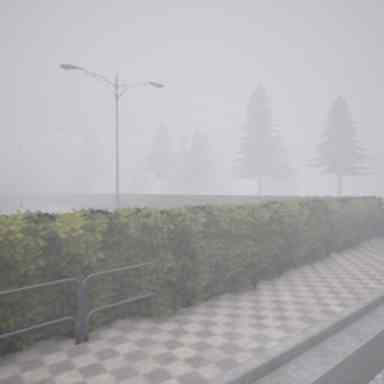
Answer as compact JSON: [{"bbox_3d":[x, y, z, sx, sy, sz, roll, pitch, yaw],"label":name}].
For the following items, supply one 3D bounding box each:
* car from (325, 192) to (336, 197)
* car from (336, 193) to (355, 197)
[{"bbox_3d":[33.926,0.706,80.982,2.097,1.767,4.553,0,0,5],"label":"car"},{"bbox_3d":[33.052,1.011,70.691,2.033,1.411,5.357,0,0,5],"label":"car"}]
